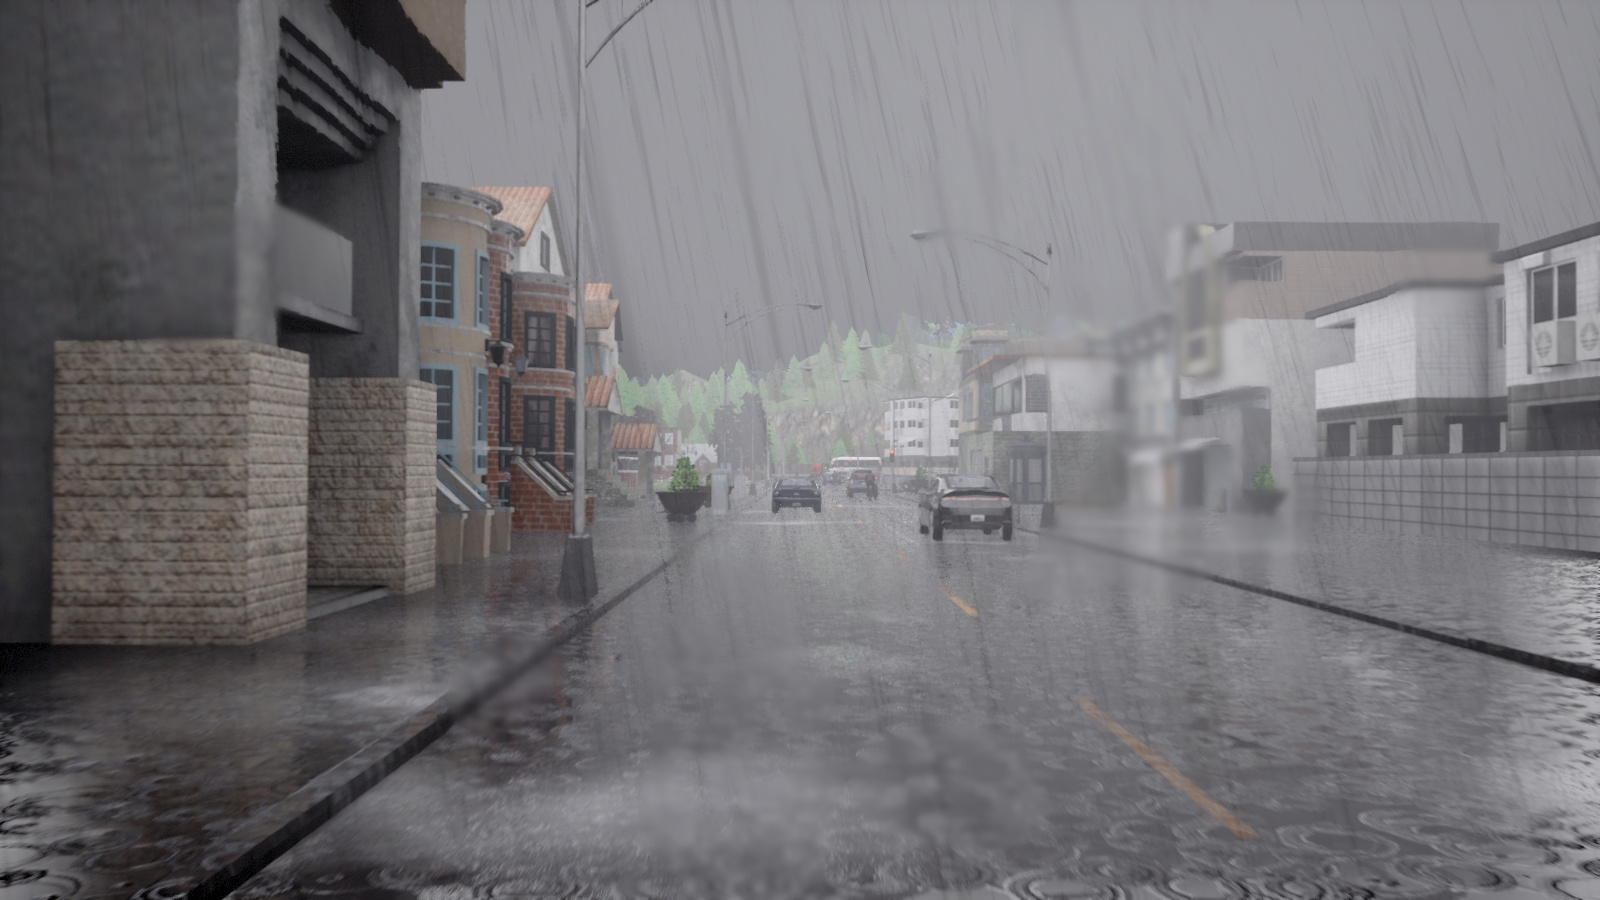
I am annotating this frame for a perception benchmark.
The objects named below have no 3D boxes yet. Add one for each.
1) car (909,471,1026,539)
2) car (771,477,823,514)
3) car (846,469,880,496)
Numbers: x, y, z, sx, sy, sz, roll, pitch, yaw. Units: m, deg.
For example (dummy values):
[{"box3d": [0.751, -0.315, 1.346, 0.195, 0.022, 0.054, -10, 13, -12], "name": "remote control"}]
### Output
[{"box3d": [3.925, 1.262, 30.286, 2.128, 1.511, 4.902, 0, -1, 0], "name": "car"}, {"box3d": [-0.119, 1.731, 48.697, 1.895, 1.301, 4.718, 0, -1, 0], "name": "car"}, {"box3d": [3.803, 1.979, 76.523, 1.851, 1.617, 3.988, 0, -1, 0], "name": "car"}]
